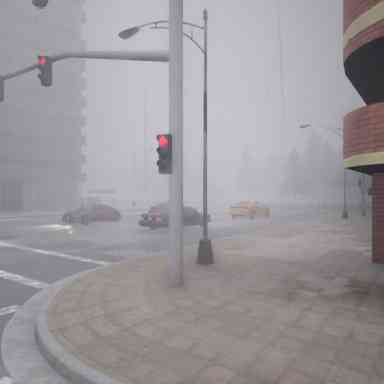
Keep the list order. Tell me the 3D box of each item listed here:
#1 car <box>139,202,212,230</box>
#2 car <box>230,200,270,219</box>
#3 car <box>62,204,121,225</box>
[{"bbox_3d":[-0.886,1.547,20.605,2.033,1.411,5.357,0,0,36],"label":"car"},{"bbox_3d":[5.130,1.478,28.961,1.882,1.535,5.008,0,0,36],"label":"car"},{"bbox_3d":[-7.213,1.564,24.111,1.994,1.385,4.181,0,0,36],"label":"car"}]
